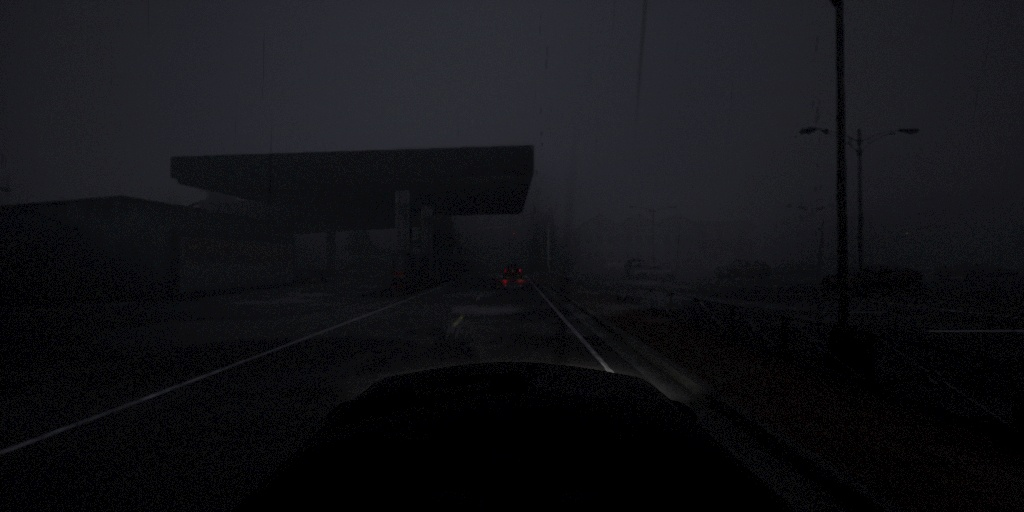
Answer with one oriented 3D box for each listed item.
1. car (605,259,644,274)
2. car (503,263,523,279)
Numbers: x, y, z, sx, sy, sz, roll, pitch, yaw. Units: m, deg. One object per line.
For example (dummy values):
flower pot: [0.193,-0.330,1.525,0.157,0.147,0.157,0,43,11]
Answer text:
car: [18.096,1.488,58.818,5.566,2.045,2.150,0,-1,0]
car: [0.096,1.572,39.463,2.097,1.767,4.553,0,-1,0]
